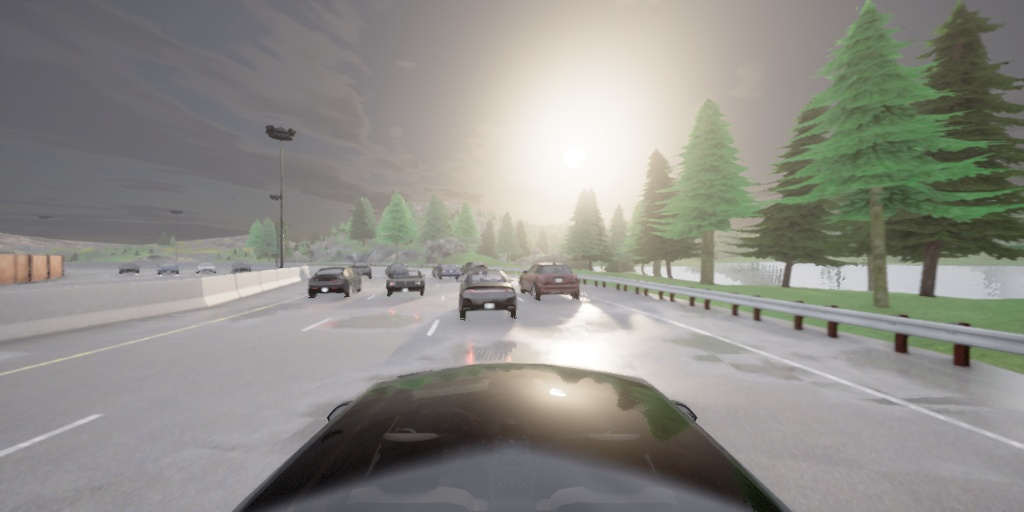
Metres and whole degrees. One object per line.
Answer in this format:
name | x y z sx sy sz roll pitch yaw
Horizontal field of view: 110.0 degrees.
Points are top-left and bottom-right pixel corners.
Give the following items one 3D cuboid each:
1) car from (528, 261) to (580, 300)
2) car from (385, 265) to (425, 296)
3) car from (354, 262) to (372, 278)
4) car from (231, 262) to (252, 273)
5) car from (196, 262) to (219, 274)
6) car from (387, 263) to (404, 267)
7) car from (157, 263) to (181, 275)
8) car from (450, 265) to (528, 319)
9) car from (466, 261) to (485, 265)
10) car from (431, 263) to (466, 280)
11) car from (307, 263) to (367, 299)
car | 1.706 1.094 17.849 2.097 1.767 4.553 0 0 -10
car | -5.760 1.394 19.820 1.895 1.301 4.718 0 0 -13
car | -14.756 1.348 34.900 2.128 1.511 4.902 0 0 -25
car | -36.062 1.510 47.807 1.837 1.490 4.892 0 0 -42
car | -38.756 1.547 45.552 1.812 1.442 4.674 0 0 -42
car | -11.735 1.401 36.601 1.994 1.385 4.181 0 0 -25
car | -42.007 1.569 43.920 1.812 1.442 4.674 0 0 -43
car | -0.953 1.250 12.865 2.128 1.511 4.902 0 0 -7
car | -3.807 1.288 36.035 1.837 1.490 4.892 0 0 -22
car | -6.014 1.345 32.424 2.033 1.411 5.357 0 0 -21
car | -9.185 1.320 18.910 1.837 1.490 4.892 0 0 -13
